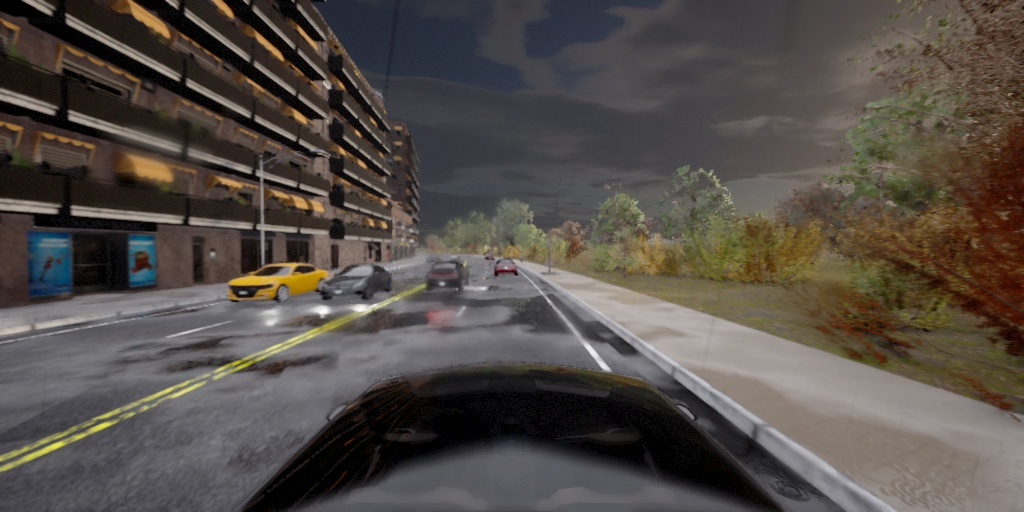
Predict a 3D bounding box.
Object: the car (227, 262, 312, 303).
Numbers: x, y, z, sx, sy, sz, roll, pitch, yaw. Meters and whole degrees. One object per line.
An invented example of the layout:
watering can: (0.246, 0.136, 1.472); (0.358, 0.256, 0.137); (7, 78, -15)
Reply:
car: (-10.009, 1.060, 15.767); (1.882, 1.535, 5.008); (0, 1, -1)

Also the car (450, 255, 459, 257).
car: (-9.112, 0.533, 56.822); (1.812, 1.442, 4.674); (0, 1, -5)

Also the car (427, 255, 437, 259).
car: (-12.348, 0.584, 56.485); (1.994, 1.385, 4.181); (0, 1, -5)

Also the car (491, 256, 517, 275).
car: (-0.581, 0.907, 31.502); (1.994, 1.385, 4.181); (0, 1, -3)

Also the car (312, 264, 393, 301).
car: (-6.766, 1.095, 16.166); (1.812, 1.442, 4.674); (0, 1, -1)

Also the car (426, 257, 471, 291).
car: (-3.388, 1.023, 19.491); (1.837, 1.490, 4.892); (0, 1, -2)
